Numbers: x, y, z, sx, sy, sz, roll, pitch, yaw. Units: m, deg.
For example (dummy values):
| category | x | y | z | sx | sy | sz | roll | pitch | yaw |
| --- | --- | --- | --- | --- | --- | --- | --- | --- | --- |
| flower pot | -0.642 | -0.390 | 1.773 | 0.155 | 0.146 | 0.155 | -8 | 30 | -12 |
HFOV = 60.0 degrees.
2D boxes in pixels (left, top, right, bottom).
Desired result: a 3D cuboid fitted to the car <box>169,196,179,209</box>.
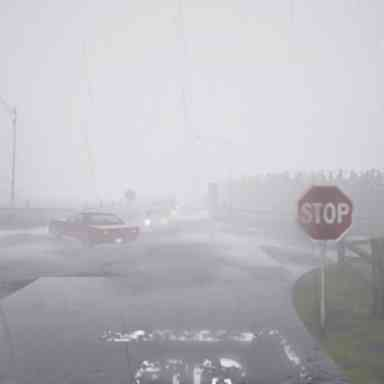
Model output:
| category | x | y | z | sx | sy | sz | roll | pitch | yaw |
| --- | --- | --- | --- | --- | --- | --- | --- | --- | --- |
| car | -2.940 | 1.350 | 40.170 | 1.882 | 1.535 | 5.008 | 0 | 0 | 0 |

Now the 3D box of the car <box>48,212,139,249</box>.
| category | x | y | z | sx | sy | sz | roll | pitch | yaw |
| --- | --- | --- | --- | --- | --- | --- | --- | --- | --- |
| car | -4.424 | 1.525 | 14.419 | 4.718 | 1.301 | 1.895 | 2 | -1 | 44 |

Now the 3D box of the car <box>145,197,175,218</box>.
| category | x | y | z | sx | sy | sz | roll | pitch | yaw |
| --- | --- | --- | --- | --- | --- | --- | --- | --- | --- |
| car | -2.916 | 1.449 | 29.693 | 2.033 | 1.411 | 5.357 | 0 | 0 | 0 |

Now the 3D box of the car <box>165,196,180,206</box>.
| category | x | y | z | sx | sy | sz | roll | pitch | yaw |
| --- | --- | --- | --- | --- | --- | --- | --- | --- | --- |
| car | -2.945 | 1.334 | 51.261 | 2.128 | 1.511 | 4.902 | 0 | 0 | 0 |

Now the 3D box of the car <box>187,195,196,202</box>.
| category | x | y | z | sx | sy | sz | roll | pitch | yaw |
| --- | --- | --- | --- | --- | --- | --- | --- | --- | --- |
| car | -0.172 | 1.393 | 71.457 | 1.895 | 1.301 | 4.718 | 0 | 0 | 0 |
